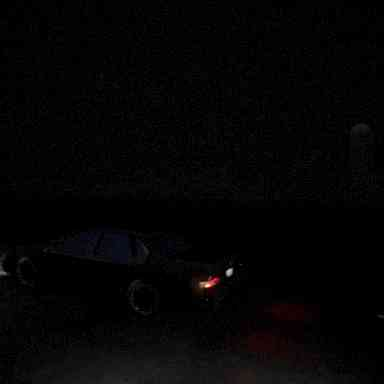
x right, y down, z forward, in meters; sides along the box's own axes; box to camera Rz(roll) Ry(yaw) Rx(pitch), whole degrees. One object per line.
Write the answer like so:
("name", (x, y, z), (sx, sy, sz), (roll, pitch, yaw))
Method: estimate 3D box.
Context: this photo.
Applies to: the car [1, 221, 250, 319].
("car", (-1.558, 1.349, 6.919), (5.357, 1.411, 2.033), (2, 3, 28))
